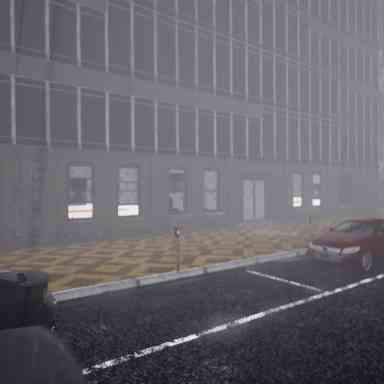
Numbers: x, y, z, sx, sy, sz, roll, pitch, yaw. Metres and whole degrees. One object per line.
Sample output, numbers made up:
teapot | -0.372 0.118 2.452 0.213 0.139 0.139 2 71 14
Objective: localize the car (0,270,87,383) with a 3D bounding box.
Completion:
car | -3.032 1.563 1.214 5.357 1.411 2.033 -1 0 -36

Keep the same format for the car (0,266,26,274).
car | -3.910 1.560 3.770 4.403 1.369 2.008 -1 0 -36

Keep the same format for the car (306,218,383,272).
car | 5.356 1.496 10.383 4.206 1.307 1.802 -1 0 -36
